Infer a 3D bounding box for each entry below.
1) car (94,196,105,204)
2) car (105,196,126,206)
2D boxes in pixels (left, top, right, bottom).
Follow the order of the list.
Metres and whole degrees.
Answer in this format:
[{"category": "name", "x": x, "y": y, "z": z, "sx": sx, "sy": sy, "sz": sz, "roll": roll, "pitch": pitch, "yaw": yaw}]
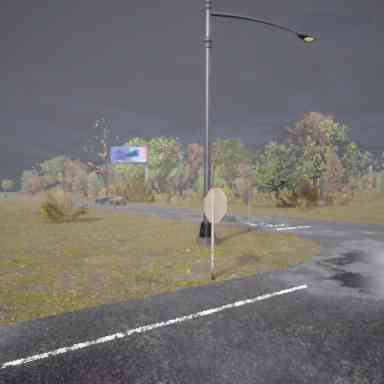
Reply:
[{"category": "car", "x": -16.394, "y": 1.420, "z": 60.878, "sx": 1.837, "sy": 1.490, "sz": 4.892, "roll": 0, "pitch": 0, "yaw": -34}, {"category": "car", "x": -12.329, "y": 1.454, "z": 54.879, "sx": 1.812, "sy": 1.442, "sz": 4.674, "roll": 0, "pitch": 0, "yaw": -33}]
